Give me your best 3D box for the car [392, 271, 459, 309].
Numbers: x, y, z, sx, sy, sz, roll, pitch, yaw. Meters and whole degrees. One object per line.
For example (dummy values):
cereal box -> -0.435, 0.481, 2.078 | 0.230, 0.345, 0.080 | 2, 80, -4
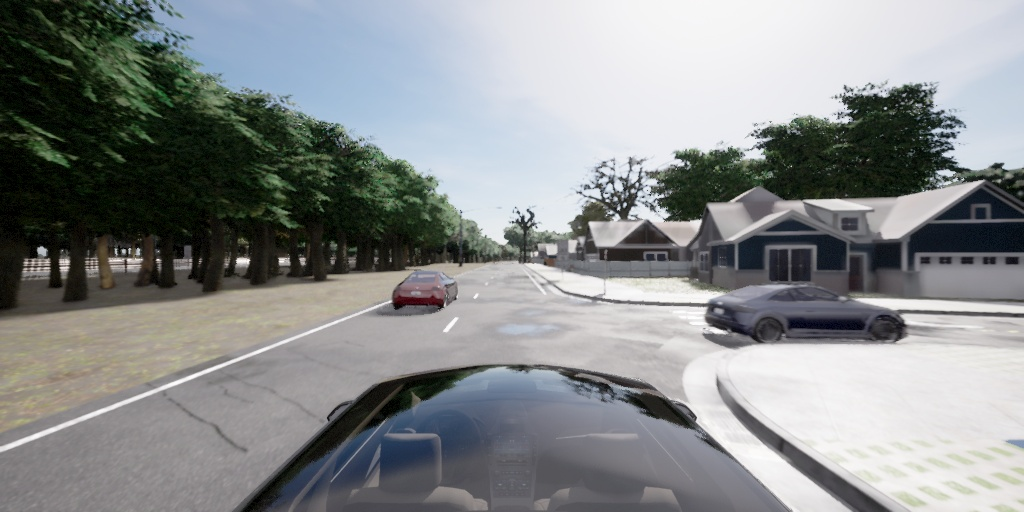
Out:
car -> -3.420, 1.290, 14.809 | 1.994, 1.385, 4.181 | 0, 0, 0

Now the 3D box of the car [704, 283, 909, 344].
car -> 7.284, 1.389, 9.157 | 4.181, 1.385, 1.994 | 0, -1, 0
